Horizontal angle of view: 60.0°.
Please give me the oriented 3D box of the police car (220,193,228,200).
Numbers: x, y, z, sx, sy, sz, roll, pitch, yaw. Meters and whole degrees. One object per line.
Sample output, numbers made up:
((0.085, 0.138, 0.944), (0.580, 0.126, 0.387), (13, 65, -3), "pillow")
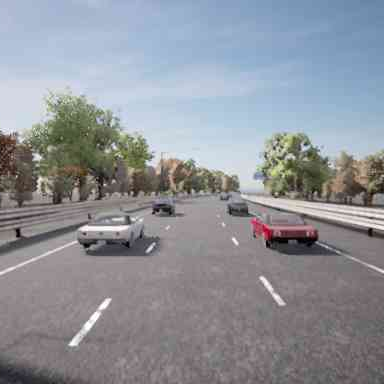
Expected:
((8.429, 1.177, 86.283), (1.930, 1.638, 5.238), (0, 0, 6), "police car")

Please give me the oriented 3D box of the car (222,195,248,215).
((4.330, 1.368, 32.171), (2.128, 1.511, 4.902), (0, 0, 2), "car")

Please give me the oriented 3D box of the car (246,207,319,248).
((3.768, 1.545, 14.469), (1.895, 1.301, 4.718), (0, 0, 1), "car")

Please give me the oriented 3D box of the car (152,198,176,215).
((-2.676, 1.379, 32.126), (1.837, 1.490, 4.892), (0, 0, 2), "car")

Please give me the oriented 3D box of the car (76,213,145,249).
((-3.242, 1.543, 14.289), (1.895, 1.301, 4.718), (0, 0, 1), "car")

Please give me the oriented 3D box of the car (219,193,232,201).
((7.273, 1.276, 75.387), (2.163, 1.488, 4.792), (0, 0, 6), "car")
